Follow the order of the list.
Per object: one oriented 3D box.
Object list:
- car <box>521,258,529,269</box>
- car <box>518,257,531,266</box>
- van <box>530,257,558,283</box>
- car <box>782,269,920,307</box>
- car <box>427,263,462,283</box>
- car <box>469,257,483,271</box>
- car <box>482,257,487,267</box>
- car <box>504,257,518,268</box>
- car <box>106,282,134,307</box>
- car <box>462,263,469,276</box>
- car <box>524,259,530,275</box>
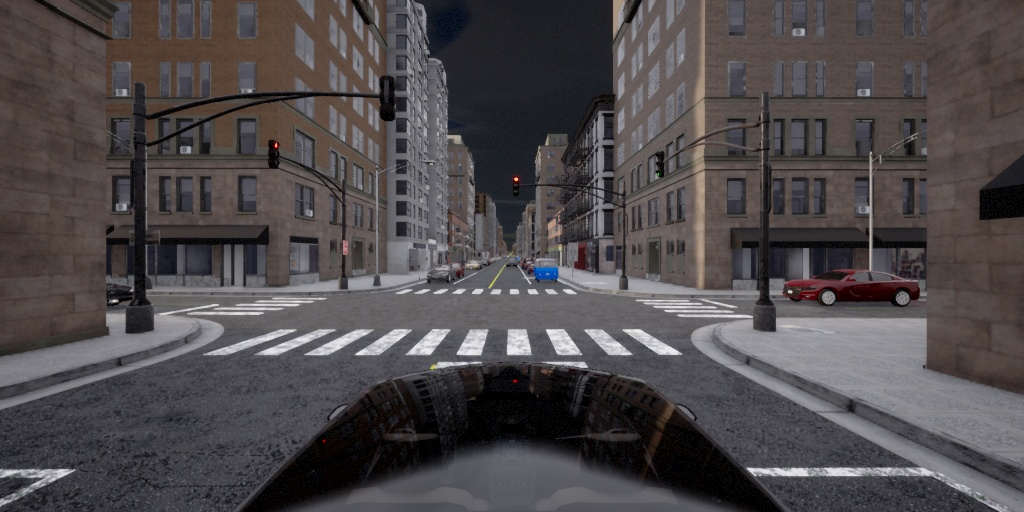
[{"bbox_3d":[2.547,1.326,50.681,1.802,1.307,4.207,0,0,0],"label":"car"},{"bbox_3d":[2.536,1.055,56.363,2.192,1.841,5.009,0,0,0],"label":"car"},{"bbox_3d":[2.589,1.090,27.956,1.690,1.789,3.998,0,0,0],"label":"van"},{"bbox_3d":[14.789,1.326,15.820,5.008,1.535,1.882,0,0,1],"label":"car"},{"bbox_3d":[-5.436,1.299,27.932,2.007,1.370,4.403,0,0,0],"label":"car"},{"bbox_3d":[-5.478,1.269,50.490,1.751,1.417,4.829,0,0,0],"label":"car"},{"bbox_3d":[-5.489,1.306,56.342,1.948,1.339,4.313,0,0,0],"label":"car"},{"bbox_3d":[-0.013,1.337,61.567,1.895,1.301,4.718,0,0,0],"label":"car"},{"bbox_3d":[-16.806,1.204,12.764,5.357,1.411,2.033,0,0,0],"label":"car"},{"bbox_3d":[-5.447,1.293,33.614,1.888,1.381,4.507,0,0,0],"label":"car"},{"bbox_3d":[2.568,1.330,39.318,1.802,1.307,4.207,0,0,0],"label":"car"}]
